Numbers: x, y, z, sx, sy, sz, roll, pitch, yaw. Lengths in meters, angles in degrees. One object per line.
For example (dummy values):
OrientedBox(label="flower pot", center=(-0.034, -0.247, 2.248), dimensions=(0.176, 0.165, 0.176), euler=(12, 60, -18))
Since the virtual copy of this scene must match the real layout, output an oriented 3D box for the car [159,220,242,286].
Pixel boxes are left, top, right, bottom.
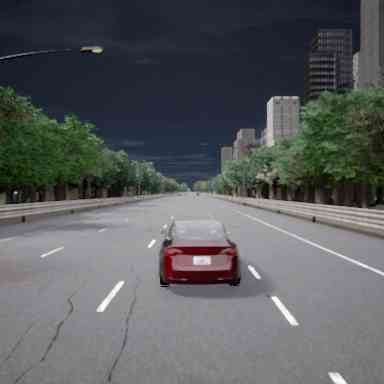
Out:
OrientedBox(label="car", center=(0.129, 1.504, 9.451), dimensions=(2.163, 1.488, 4.792), euler=(0, 0, -2))
